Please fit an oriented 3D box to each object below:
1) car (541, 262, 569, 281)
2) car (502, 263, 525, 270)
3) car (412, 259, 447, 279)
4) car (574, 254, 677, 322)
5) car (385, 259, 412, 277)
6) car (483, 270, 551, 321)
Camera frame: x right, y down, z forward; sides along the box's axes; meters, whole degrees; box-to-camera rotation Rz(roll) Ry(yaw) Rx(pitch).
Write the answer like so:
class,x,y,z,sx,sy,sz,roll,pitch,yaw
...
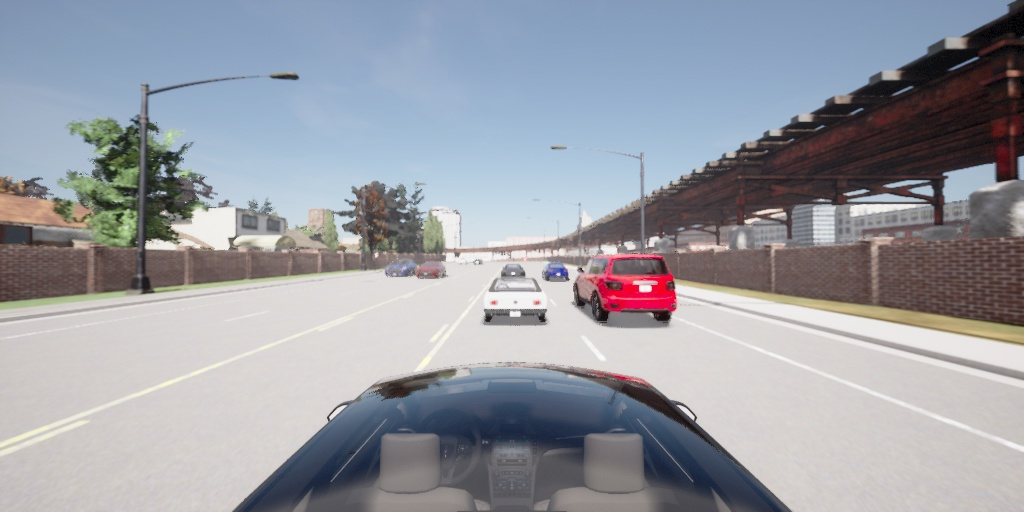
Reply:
class,x,y,z,sx,sy,sz,roll,pitch,yaw
car,3.598,1.255,30.074,1.812,1.442,4.674,0,0,0
car,0.097,1.294,29.566,1.994,1.385,4.181,0,0,0
car,-7.101,1.205,31.968,1.882,1.535,5.008,0,0,0
car,3.598,0.968,12.356,2.150,2.045,5.566,0,0,0
car,-10.597,1.076,34.611,2.097,1.767,4.553,0,0,0
car,0.099,1.348,12.352,1.895,1.301,4.718,0,0,0
